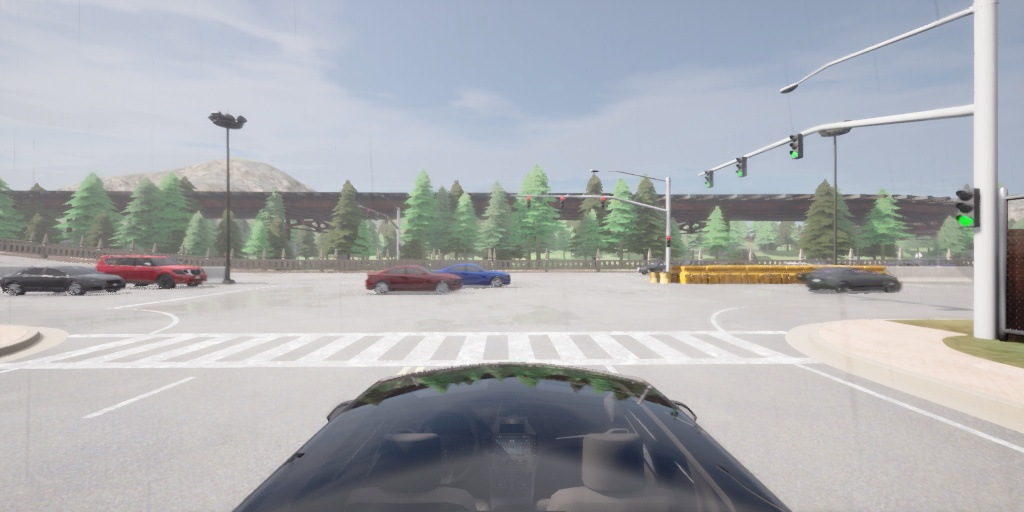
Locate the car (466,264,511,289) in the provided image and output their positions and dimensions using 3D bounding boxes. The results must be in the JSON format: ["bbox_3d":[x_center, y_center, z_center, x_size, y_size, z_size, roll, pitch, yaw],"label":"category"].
[{"bbox_3d":[-2.590,1.227,22.699,5.008,1.535,1.882,0,0,-2],"label":"car"}]

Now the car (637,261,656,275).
[{"bbox_3d":[15.582,1.241,37.468,4.902,1.511,2.128,0,0,-2],"label":"car"}]

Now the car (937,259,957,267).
[{"bbox_3d":[39.989,1.102,34.704,4.553,1.767,2.097,0,0,-2],"label":"car"}]

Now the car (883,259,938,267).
[{"bbox_3d":[33.224,1.255,31.006,4.892,1.490,1.837,0,0,-2],"label":"car"}]

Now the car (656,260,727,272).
[{"bbox_3d":[15.188,1.102,30.453,4.553,1.767,2.097,0,0,-2],"label":"car"}]

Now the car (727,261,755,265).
[{"bbox_3d":[20.523,1.255,34.119,4.892,1.490,1.837,0,0,-2],"label":"car"}]

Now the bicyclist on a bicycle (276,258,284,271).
[{"bbox_3d":[-28.446,1.041,43.896,0.582,1.620,1.656,0,0,-2],"label":"bicyclist on a bicycle"}]

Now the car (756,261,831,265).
[{"bbox_3d":[24.017,1.276,30.708,4.674,1.442,1.812,0,0,-2],"label":"car"}]

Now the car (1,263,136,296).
[{"bbox_3d":[-23.076,1.248,18.565,4.892,1.490,1.837,0,0,-2],"label":"car"}]

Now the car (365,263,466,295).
[{"bbox_3d":[-5.182,1.227,19.117,5.008,1.535,1.882,0,0,-2],"label":"car"}]

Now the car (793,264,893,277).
[{"bbox_3d":[21.559,1.351,23.445,4.718,1.301,1.895,0,0,-2],"label":"car"}]

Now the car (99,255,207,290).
[{"bbox_3d":[-22.199,0.962,22.094,5.566,2.045,2.150,0,0,-2],"label":"car"}]

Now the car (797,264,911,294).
[{"bbox_3d":[18.802,1.314,19.859,4.181,1.385,1.994,0,0,-2],"label":"car"}]

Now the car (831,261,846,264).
[{"bbox_3d":[30.021,1.241,34.410,4.902,1.511,2.128,0,0,-2],"label":"car"}]
